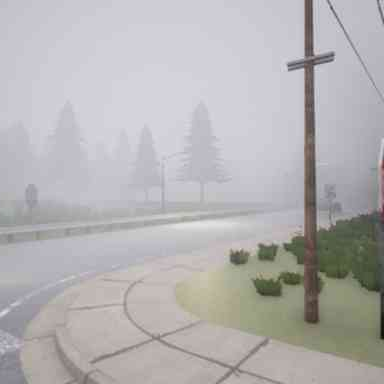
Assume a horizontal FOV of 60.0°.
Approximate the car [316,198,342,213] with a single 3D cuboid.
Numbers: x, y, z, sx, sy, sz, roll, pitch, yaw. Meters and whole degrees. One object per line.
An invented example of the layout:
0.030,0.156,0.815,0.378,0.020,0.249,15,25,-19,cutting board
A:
15.011,1.433,36.749,2.097,1.767,4.553,-1,0,37,car
